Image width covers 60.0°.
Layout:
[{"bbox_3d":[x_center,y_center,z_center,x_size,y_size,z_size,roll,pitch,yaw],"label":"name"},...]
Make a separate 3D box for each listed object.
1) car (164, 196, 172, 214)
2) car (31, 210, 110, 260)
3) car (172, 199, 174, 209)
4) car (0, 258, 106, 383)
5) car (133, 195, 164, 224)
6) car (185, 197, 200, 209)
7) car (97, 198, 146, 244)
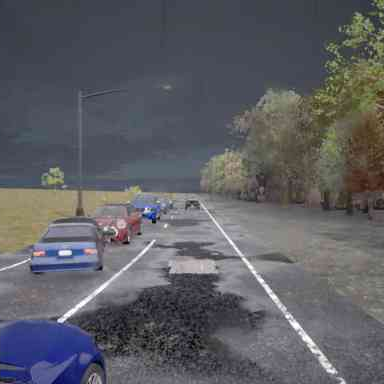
[{"bbox_3d":[-3.598,1.351,35.285,2.097,1.767,4.553,0,0,0],"label":"car"},{"bbox_3d":[-3.751,1.549,10.649,2.033,1.411,5.357,0,0,-14],"label":"car"},{"bbox_3d":[-3.599,1.347,45.292,2.097,1.767,4.553,0,0,0],"label":"car"},{"bbox_3d":[-1.956,1.526,1.502,1.812,1.442,4.674,0,0,6],"label":"car"},{"bbox_3d":[-3.607,1.223,25.281,2.150,2.045,5.566,0,0,-1],"label":"car"},{"bbox_3d":[0.054,1.501,44.298,1.837,1.490,4.892,0,0,0],"label":"car"},{"bbox_3d":[-3.675,1.353,15.622,2.097,1.767,4.553,0,0,1],"label":"car"}]
